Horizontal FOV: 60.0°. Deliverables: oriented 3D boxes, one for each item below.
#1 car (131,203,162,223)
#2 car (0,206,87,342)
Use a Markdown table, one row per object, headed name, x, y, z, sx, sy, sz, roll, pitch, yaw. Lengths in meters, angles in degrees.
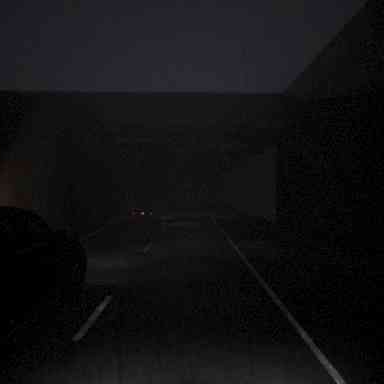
| name | x | y | z | sx | sy | sz | roll | pitch | yaw |
| --- | --- | --- | --- | --- | --- | --- | --- | --- | --- |
| car | -3.412 | 1.522 | 25.534 | 2.033 | 1.411 | 5.357 | 0 | 0 | 0 |
| car | -3.413 | 1.217 | 5.083 | 2.150 | 2.045 | 5.566 | 0 | 0 | 0 |
